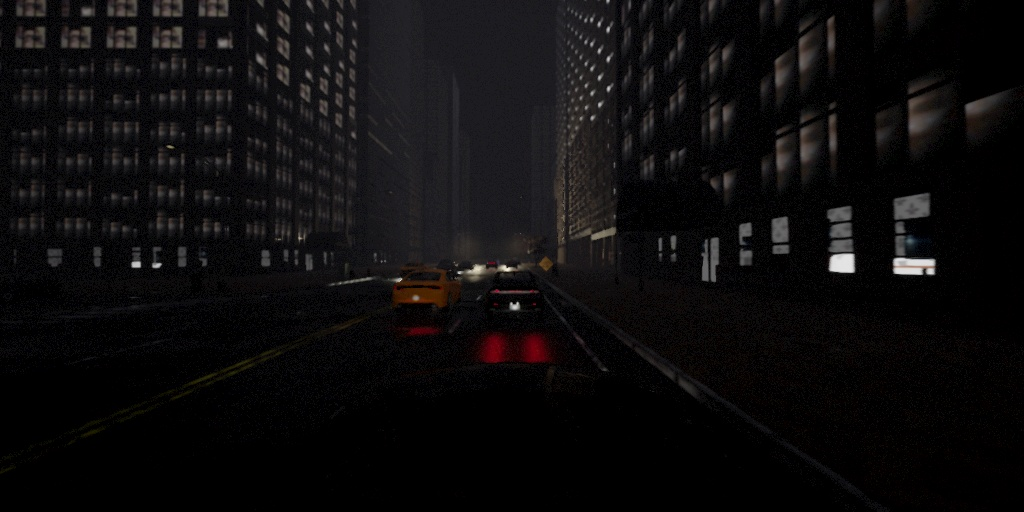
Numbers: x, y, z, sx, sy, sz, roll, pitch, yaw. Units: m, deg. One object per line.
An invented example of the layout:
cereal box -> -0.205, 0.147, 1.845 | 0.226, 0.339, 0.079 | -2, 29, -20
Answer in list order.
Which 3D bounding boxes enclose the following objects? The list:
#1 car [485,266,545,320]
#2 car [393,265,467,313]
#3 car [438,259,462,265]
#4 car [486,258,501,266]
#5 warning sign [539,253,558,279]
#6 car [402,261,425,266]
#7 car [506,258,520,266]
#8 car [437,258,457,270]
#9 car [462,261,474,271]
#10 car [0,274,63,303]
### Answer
car -> 0.085, 1.266, 12.726 | 2.128, 1.511, 4.902 | 0, 0, 0
car -> -3.164, 1.273, 14.279 | 1.882, 1.535, 5.008 | 0, -1, 0
car -> -6.617, 1.348, 36.296 | 1.812, 1.442, 4.674 | 0, 0, 0
car -> -3.286, 1.362, 58.885 | 2.128, 1.511, 4.902 | 0, 0, 0
warning sign -> 2.832, 0.924, 29.486 | 1.300, 1.860, 1.060 | 0, 0, 0
car -> -9.866, 1.299, 36.238 | 1.882, 1.535, 5.008 | 0, 0, 0
car -> -0.036, 1.348, 58.887 | 1.882, 1.535, 5.008 | 0, 0, 0
car -> -9.840, 1.213, 54.436 | 2.097, 1.767, 4.553 | 0, 0, 0
car -> -6.604, 1.403, 52.155 | 2.033, 1.411, 5.357 | 0, 0, 0
car -> -25.675, 1.610, 18.198 | 4.403, 1.370, 2.007 | 0, 0, -1
